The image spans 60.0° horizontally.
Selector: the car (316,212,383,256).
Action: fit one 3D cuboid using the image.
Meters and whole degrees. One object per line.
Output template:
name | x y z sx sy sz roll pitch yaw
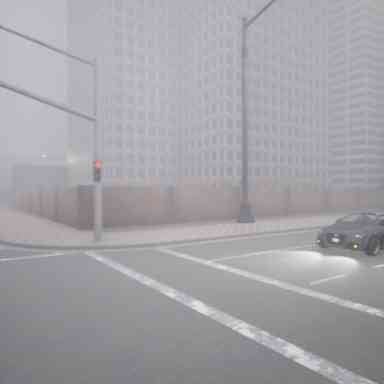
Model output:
car | 6.723 1.504 12.877 4.181 1.385 1.994 0 0 -34
